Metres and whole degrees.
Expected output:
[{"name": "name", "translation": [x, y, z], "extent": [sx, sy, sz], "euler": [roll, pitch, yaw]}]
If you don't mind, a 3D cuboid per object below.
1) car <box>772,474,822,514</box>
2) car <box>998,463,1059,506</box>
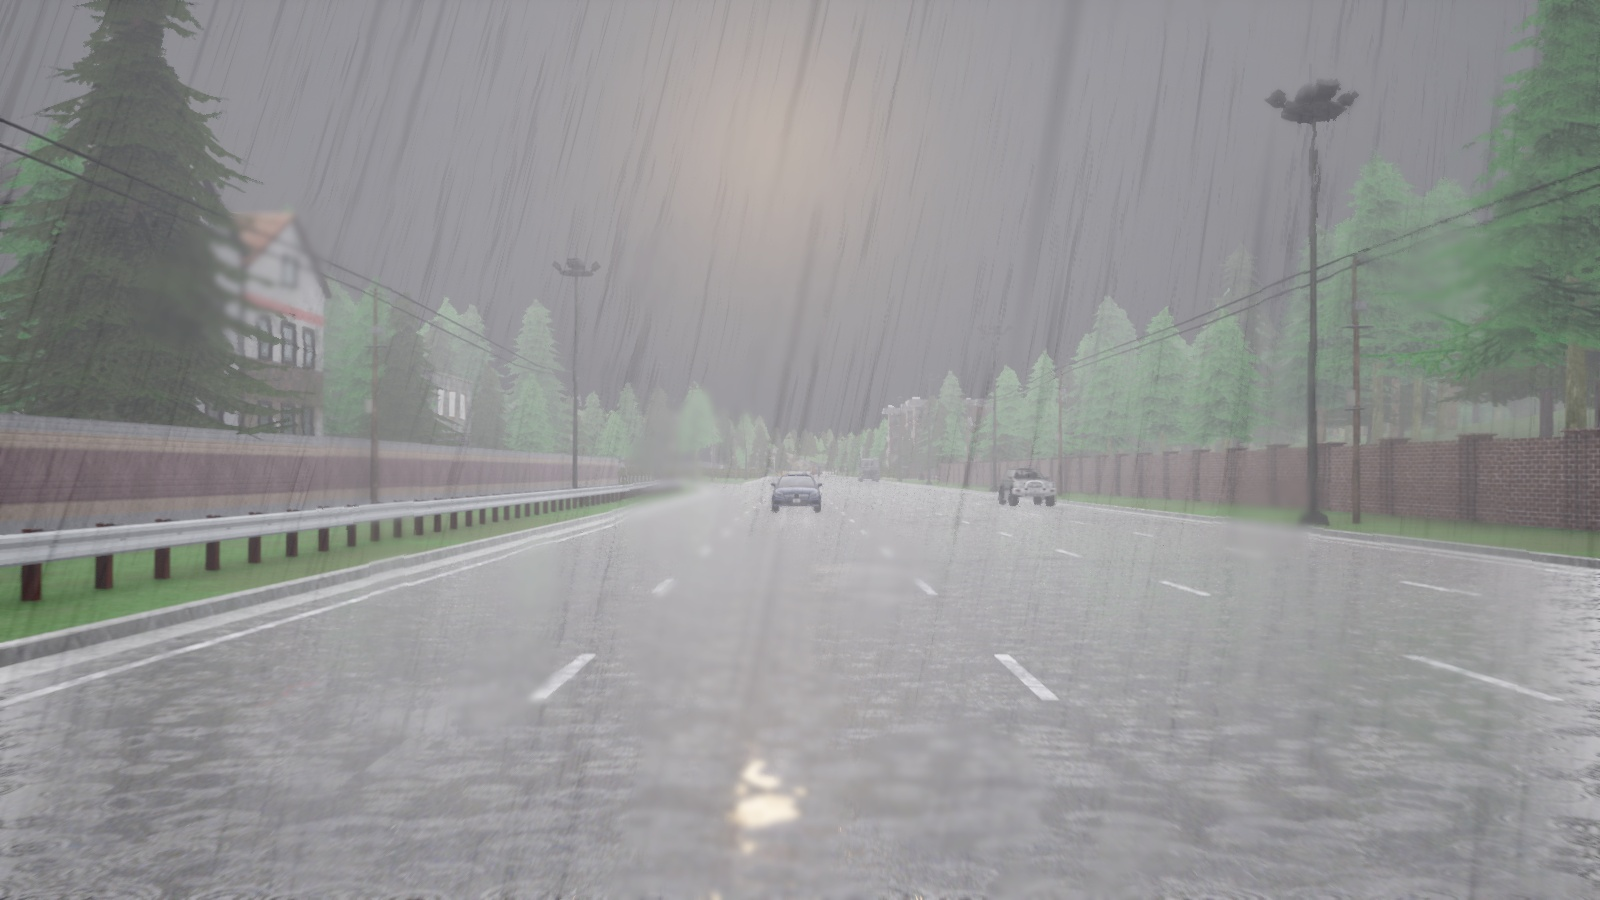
[{"name": "car", "translation": [-0.116, 1.651, 48.431], "extent": [1.812, 1.442, 4.674], "euler": [0, -1, 0]}, {"name": "car", "translation": [10.362, 1.549, 57.274], "extent": [1.932, 1.855, 4.605], "euler": [0, -1, 0]}]
